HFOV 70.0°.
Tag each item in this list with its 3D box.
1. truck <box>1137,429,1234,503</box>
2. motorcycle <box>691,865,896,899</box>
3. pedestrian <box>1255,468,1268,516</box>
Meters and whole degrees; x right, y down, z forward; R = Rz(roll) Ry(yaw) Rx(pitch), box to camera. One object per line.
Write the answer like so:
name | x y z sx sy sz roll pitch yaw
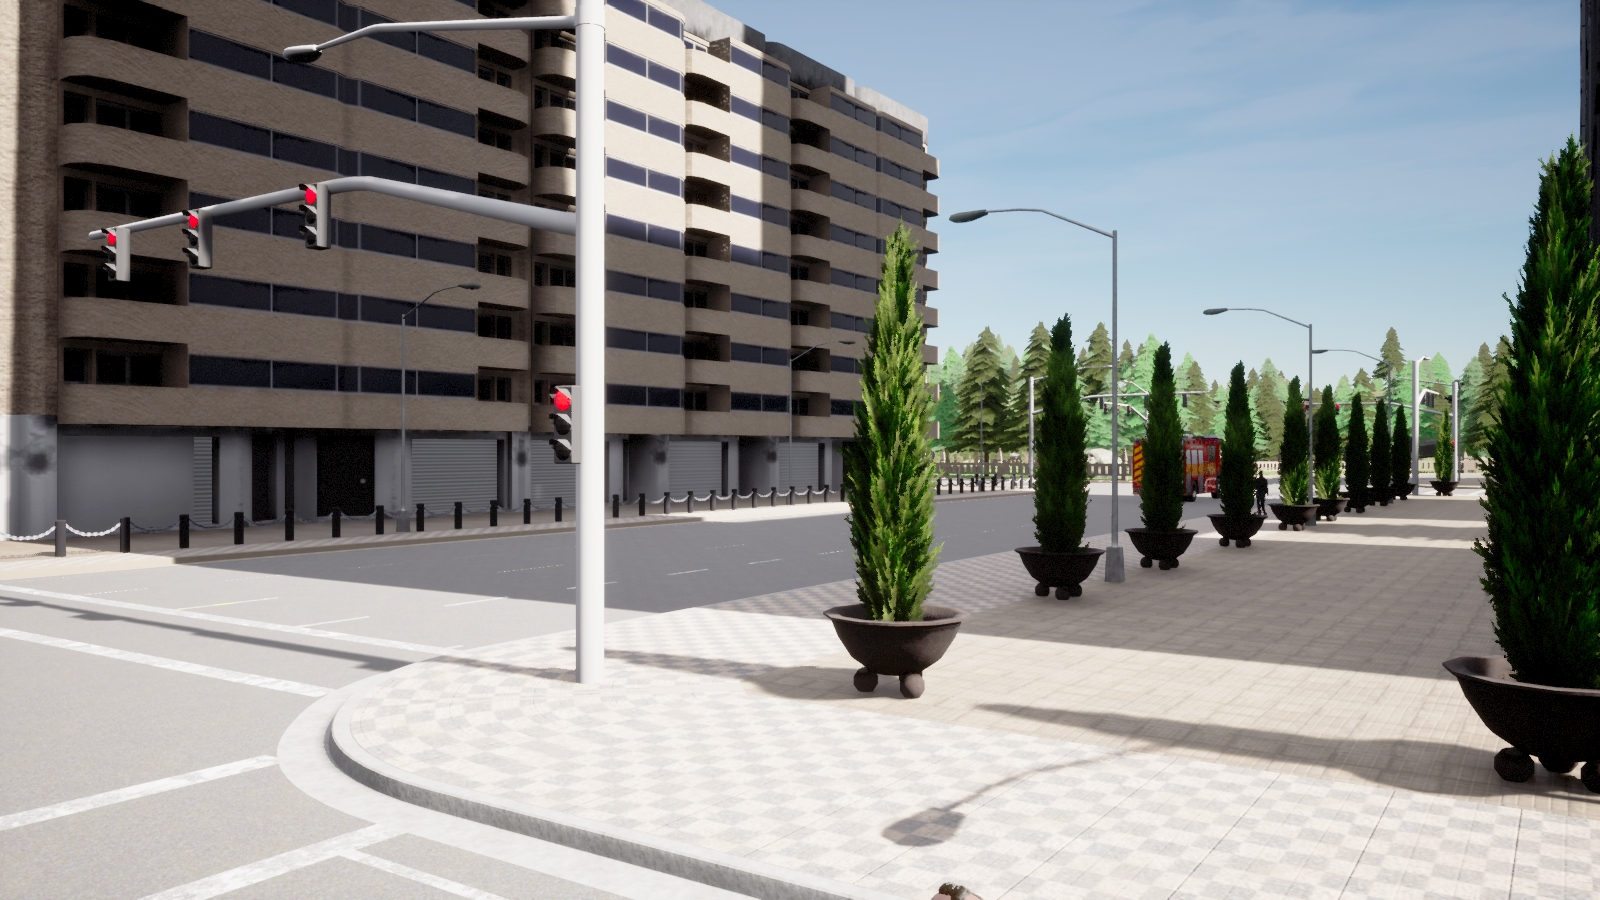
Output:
truck | 21.438 0.835 63.219 2.891 3.827 8.468 0 0 34
motorcycle | 0.516 2.205 3.364 2.209 1.251 0.867 0 0 34
pedestrian | 17.951 1.639 44.487 0.375 1.860 0.375 0 0 39
